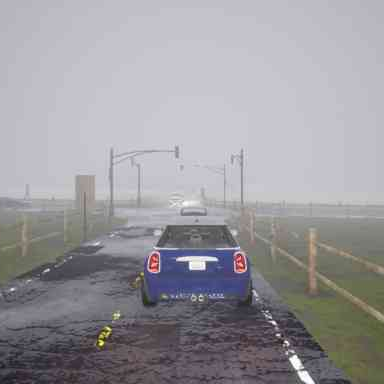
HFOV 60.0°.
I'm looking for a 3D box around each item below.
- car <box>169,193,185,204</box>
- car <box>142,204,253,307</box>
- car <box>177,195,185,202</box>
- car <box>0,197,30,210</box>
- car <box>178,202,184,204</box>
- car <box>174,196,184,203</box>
[{"bbox_3d":[-2.833,1.237,59.949,2.150,2.045,5.566,0,0,0],"label":"car"},{"bbox_3d":[0.096,1.353,8.138,2.097,1.767,4.553,0,0,0],"label":"car"},{"bbox_3d":[-2.692,1.549,80.312,1.812,1.442,4.674,0,0,0],"label":"car"},{"bbox_3d":[-20.079,1.216,36.424,4.181,1.385,1.994,1,0,0],"label":"car"},{"bbox_3d":[0.092,1.507,17.304,1.837,1.490,4.892,0,0,0],"label":"car"},{"bbox_3d":[-2.727,1.615,69.970,1.895,1.301,4.718,0,0,0],"label":"car"}]
